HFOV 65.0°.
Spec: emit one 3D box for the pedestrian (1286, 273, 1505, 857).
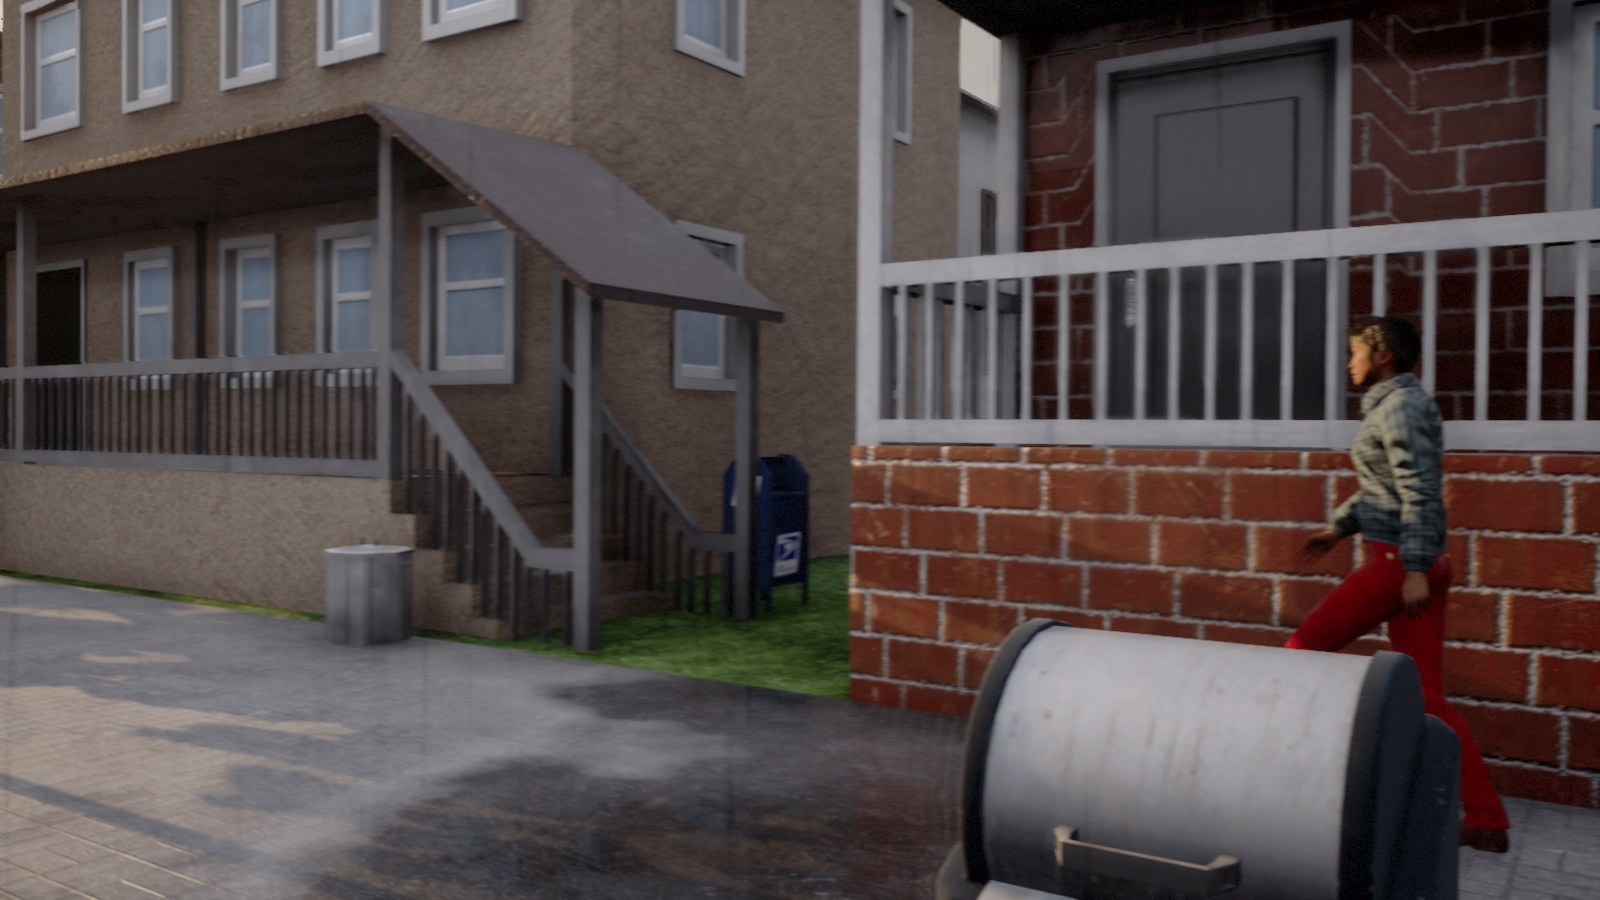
[{"bbox_3d":[2.031,0.363,4.291,0.614,1.847,0.353,0,1,37],"label":"pedestrian"}]
